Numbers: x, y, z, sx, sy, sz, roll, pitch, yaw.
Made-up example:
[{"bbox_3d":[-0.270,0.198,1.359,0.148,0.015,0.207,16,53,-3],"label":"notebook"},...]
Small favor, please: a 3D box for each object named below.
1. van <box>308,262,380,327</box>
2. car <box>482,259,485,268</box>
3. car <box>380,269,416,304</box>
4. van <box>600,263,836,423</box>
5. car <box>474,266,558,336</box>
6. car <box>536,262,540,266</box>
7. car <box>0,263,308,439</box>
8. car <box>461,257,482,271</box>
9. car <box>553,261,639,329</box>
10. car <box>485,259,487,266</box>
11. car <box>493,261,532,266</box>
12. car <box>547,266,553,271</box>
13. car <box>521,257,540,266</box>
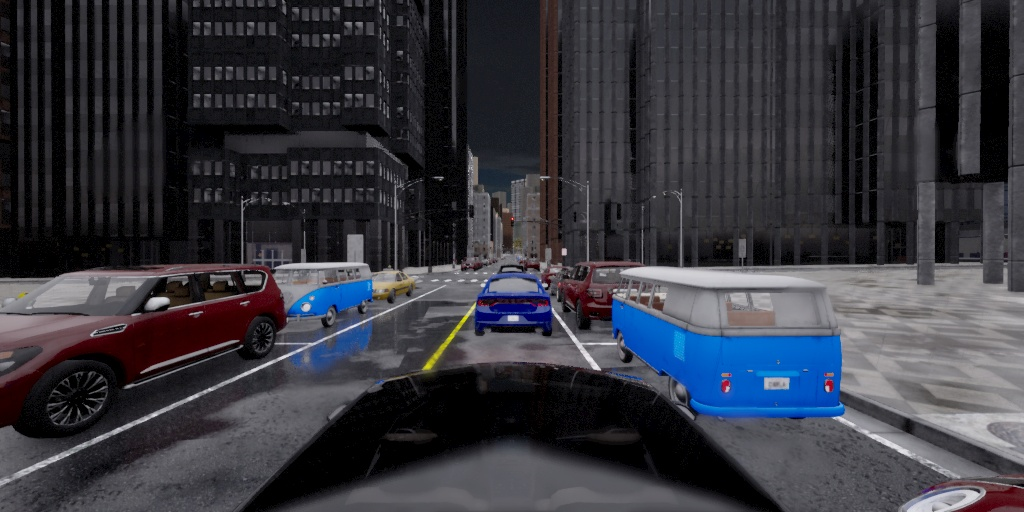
[{"bbox_3d":[-5.766,1.091,11.127,1.690,1.789,3.998,0,0,0],"label":"van"},{"bbox_3d":[-5.770,1.090,54.858,2.192,1.841,5.009,0,0,0],"label":"car"},{"bbox_3d":[-5.765,1.276,16.481,1.751,1.417,4.829,0,0,0],"label":"car"},{"bbox_3d":[2.766,1.091,5.590,1.690,1.789,3.998,0,0,0],"label":"van"},{"bbox_3d":[0.057,1.228,10.403,1.882,1.535,5.008,0,0,1],"label":"car"},{"bbox_3d":[2.760,1.297,22.166,1.888,1.381,4.507,0,0,0],"label":"car"},{"bbox_3d":[-5.766,1.064,5.602,2.192,1.841,5.009,0,0,0],"label":"car"},{"bbox_3d":[-5.769,1.084,49.215,2.192,1.841,5.009,0,0,0],"label":"car"},{"bbox_3d":[2.764,1.064,11.115,2.192,1.841,5.009,0,0,0],"label":"car"},{"bbox_3d":[-5.771,1.348,60.501,1.948,1.339,4.313,0,0,0],"label":"car"},{"bbox_3d":[-0.002,1.257,20.774,1.837,1.490,4.892,0,0,0],"label":"car"},{"bbox_3d":[2.762,1.301,16.641,2.007,1.370,4.403,0,0,0],"label":"car"},{"bbox_3d":[2.756,1.084,49.206,2.192,1.841,5.009,0,0,0],"label":"car"}]
